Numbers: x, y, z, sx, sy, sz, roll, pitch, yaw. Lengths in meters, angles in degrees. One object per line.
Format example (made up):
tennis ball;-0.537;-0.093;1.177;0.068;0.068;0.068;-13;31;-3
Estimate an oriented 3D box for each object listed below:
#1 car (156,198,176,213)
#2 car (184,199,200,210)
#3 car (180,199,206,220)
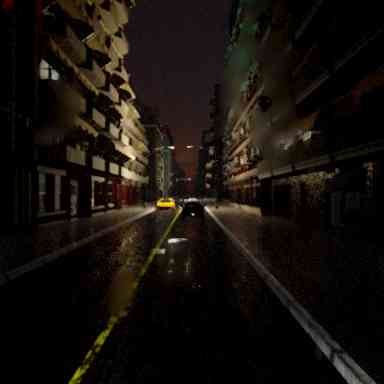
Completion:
car;-2.873;1.447;37.226;1.882;1.535;5.008;0;0;0
car;0.015;1.572;43.821;1.895;1.301;4.718;0;0;0
car;0.072;1.475;28.021;1.837;1.490;4.892;0;0;0
